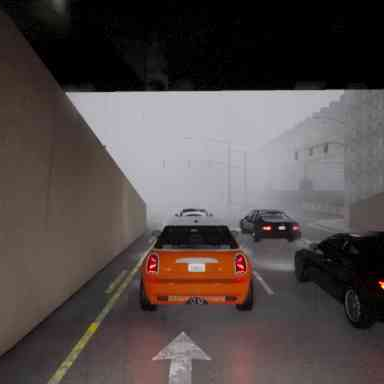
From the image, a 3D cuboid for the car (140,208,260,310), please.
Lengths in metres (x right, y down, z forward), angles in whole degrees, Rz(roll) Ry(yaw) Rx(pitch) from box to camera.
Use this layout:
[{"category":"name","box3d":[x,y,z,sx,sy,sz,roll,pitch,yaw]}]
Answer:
[{"category":"car","box3d":[0.088,1.350,7.993,2.097,1.767,4.553,0,0,0]}]

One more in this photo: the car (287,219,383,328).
[{"category":"car","box3d":[3.586,1.524,6.849,1.812,1.442,4.674,0,0,0]}]

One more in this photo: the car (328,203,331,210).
[{"category":"car","box3d":[17.535,1.445,38.837,2.038,1.542,4.974,0,0,45]}]

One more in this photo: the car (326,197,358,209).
[{"category":"car","box3d":[17.572,1.287,38.874,1.853,1.218,4.536,0,0,45]}]

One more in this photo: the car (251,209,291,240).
[{"category":"car","box3d":[3.631,1.544,16.341,2.033,1.411,5.357,0,0,-3]}]

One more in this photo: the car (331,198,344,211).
[{"category":"car","box3d":[17.431,1.446,34.230,2.038,1.542,4.974,0,0,-35]}]

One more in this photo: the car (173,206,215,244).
[{"category":"car","box3d":[0.099,1.522,16.670,1.812,1.442,4.674,0,0,0]}]
